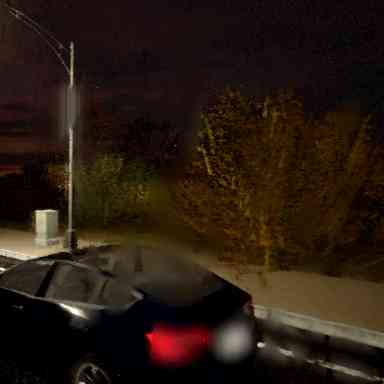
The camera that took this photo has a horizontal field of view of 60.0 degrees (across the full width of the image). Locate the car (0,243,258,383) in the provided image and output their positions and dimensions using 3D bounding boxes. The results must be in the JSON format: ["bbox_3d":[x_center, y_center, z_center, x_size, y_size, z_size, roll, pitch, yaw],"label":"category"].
[{"bbox_3d":[-1.485,1.475,4.622,4.792,1.488,2.163,1,0,36],"label":"car"}]
